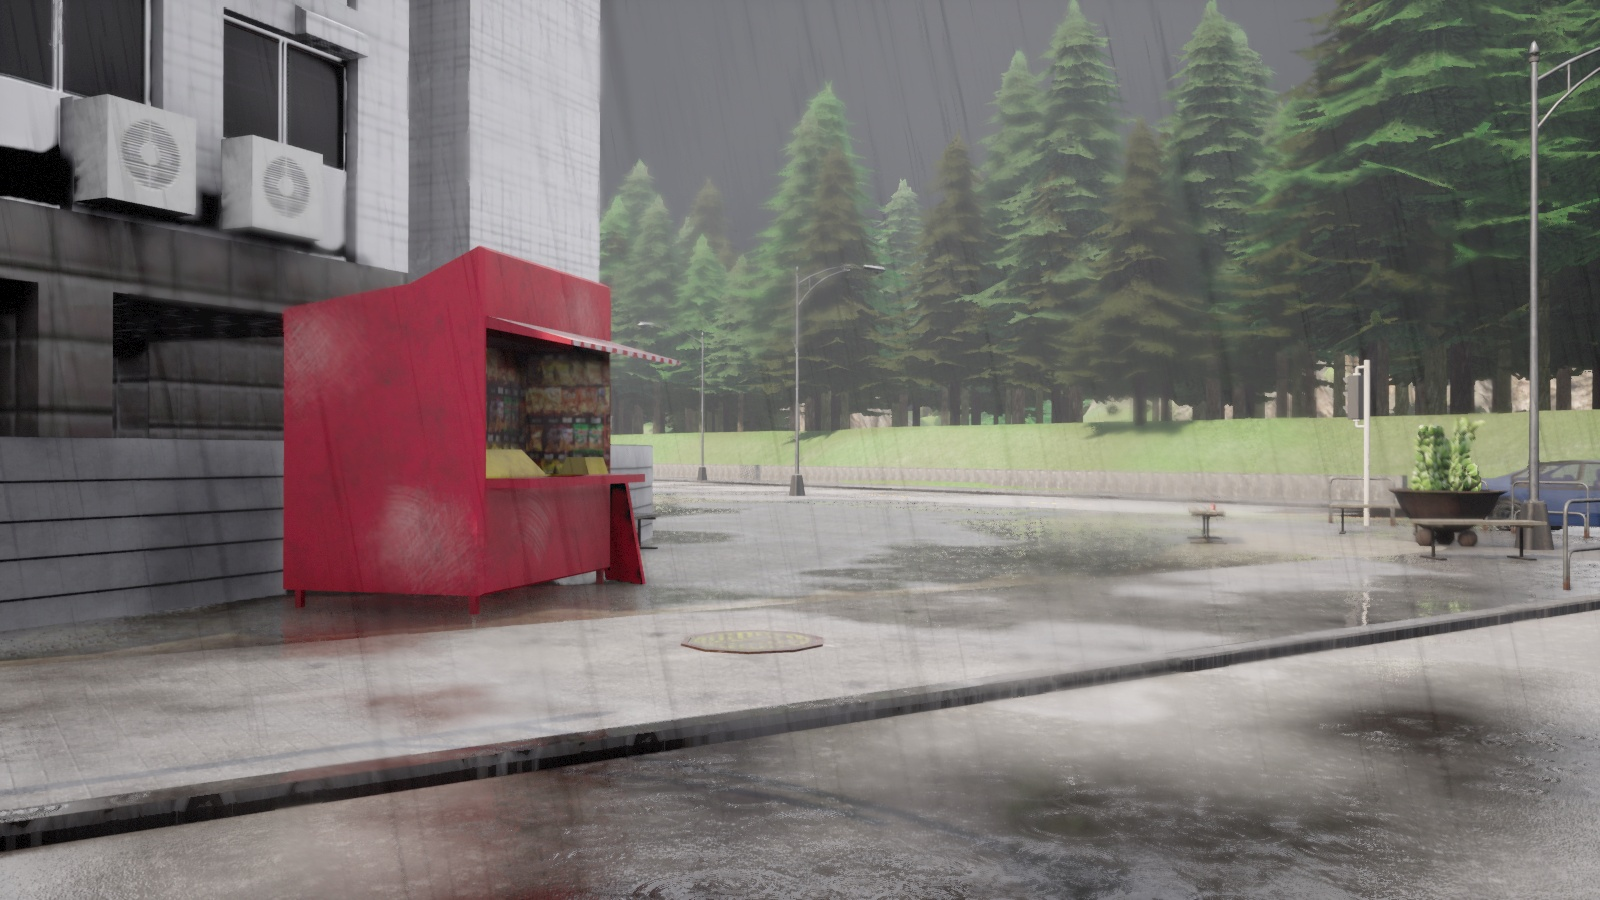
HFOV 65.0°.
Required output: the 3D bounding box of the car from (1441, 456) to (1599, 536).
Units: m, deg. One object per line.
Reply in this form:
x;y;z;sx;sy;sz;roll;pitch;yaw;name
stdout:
14.918;0.817;23.041;2.033;1.411;5.357;0;0;-32;car
